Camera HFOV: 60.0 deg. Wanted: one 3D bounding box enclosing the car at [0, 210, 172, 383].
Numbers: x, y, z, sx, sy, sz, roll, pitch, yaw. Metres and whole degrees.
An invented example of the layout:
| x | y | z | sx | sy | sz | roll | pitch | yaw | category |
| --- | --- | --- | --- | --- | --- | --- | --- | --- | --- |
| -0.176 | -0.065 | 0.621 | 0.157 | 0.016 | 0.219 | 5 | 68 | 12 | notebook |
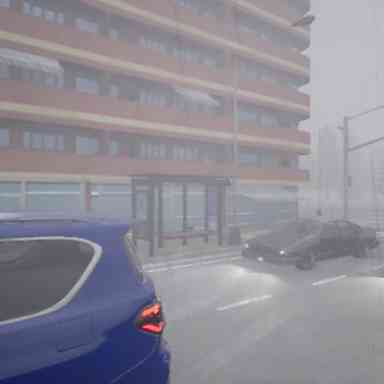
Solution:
| x | y | z | sx | sy | sz | roll | pitch | yaw | category |
| --- | --- | --- | --- | --- | --- | --- | --- | --- | --- |
| -2.783 | 1.214 | 2.003 | 5.566 | 2.045 | 2.150 | -1 | 0 | -35 | car |

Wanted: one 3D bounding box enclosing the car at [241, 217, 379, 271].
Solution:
| x | y | z | sx | sy | sz | roll | pitch | yaw | category |
| --- | --- | --- | --- | --- | --- | --- | --- | --- | --- |
| 4.176 | 1.568 | 11.176 | 5.357 | 1.411 | 2.033 | 0 | 0 | -35 | car |
